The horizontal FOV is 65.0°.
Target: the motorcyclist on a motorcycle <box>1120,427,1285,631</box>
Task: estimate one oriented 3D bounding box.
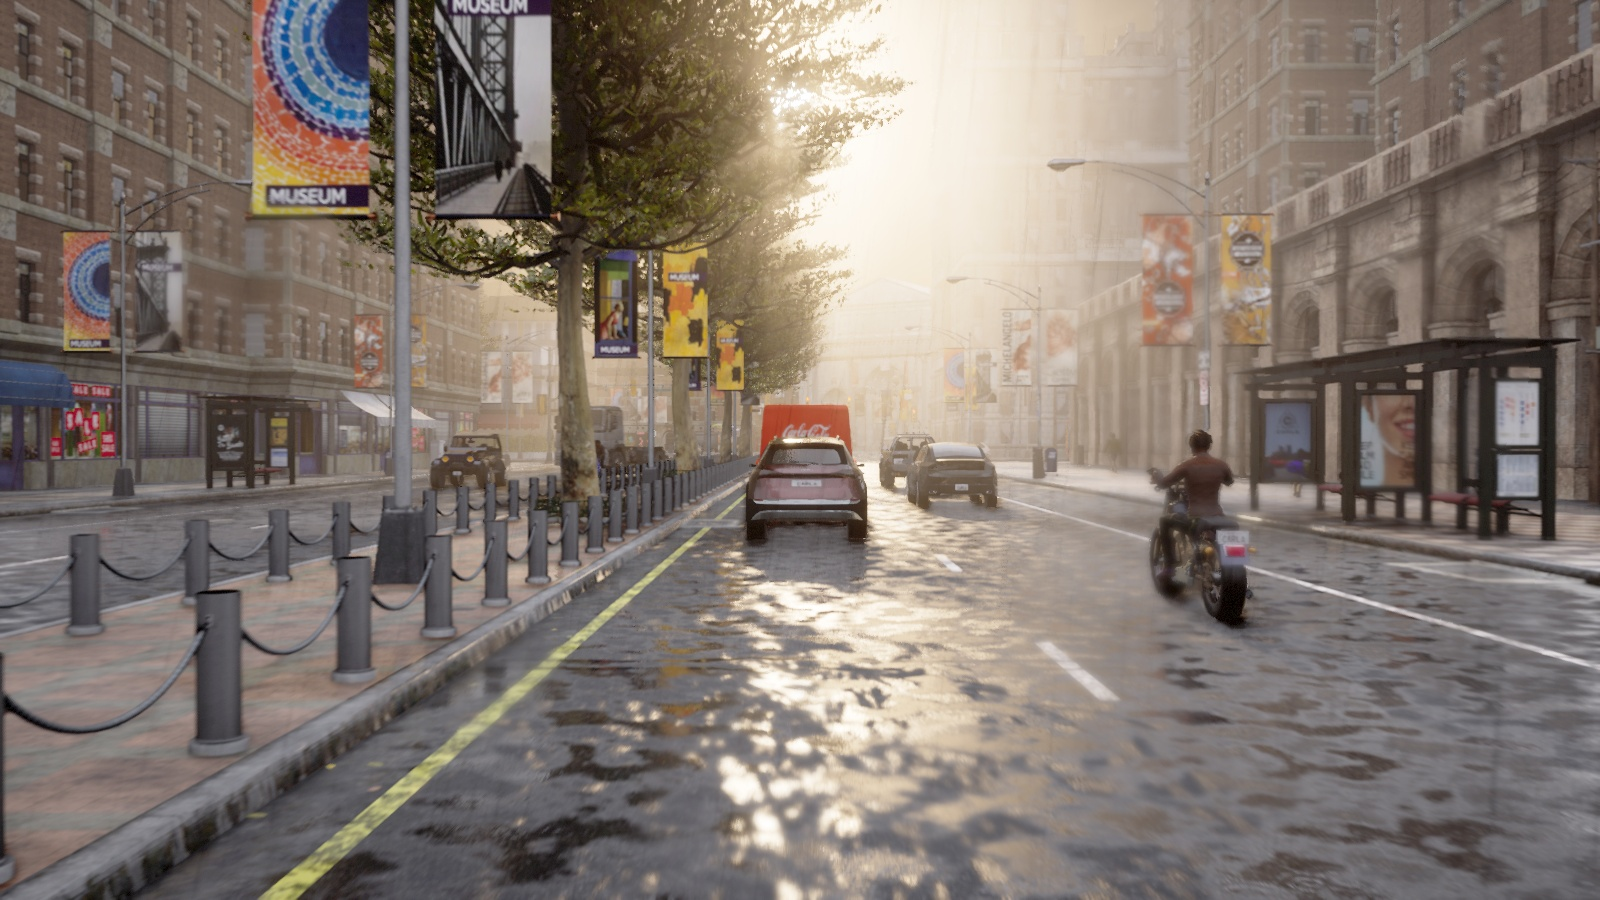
[{"bbox_3d":[3.554,0.637,11.329,0.766,1.649,2.350,0,0,1],"label":"motorcyclist on a motorcycle"}]

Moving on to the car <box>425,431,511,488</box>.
[{"bbox_3d":[-11.282,0.295,42.920,1.905,1.878,3.866,0,0,0],"label":"car"}]

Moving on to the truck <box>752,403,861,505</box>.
[{"bbox_3d":[0.171,0.078,32.806,2.627,2.467,5.204,0,0,0],"label":"truck"}]

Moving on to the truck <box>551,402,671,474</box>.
[{"bbox_3d":[-9.589,-0.601,64.616,2.891,3.462,7.936,0,0,18],"label":"truck"}]

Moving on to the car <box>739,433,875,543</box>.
[{"bbox_3d":[0.116,0.559,21.248,2.033,1.649,4.856,0,0,0],"label":"car"}]

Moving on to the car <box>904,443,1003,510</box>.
[{"bbox_3d":[3.660,0.584,30.713,1.837,1.490,4.892,0,0,0],"label":"car"}]

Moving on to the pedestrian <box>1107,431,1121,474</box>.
[{"bbox_3d":[13.838,0.107,55.273,0.431,1.840,0.709,0,0,0],"label":"pedestrian"}]

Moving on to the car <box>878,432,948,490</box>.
[{"bbox_3d":[3.714,0.333,41.962,1.932,1.855,4.605,0,0,0],"label":"car"}]
